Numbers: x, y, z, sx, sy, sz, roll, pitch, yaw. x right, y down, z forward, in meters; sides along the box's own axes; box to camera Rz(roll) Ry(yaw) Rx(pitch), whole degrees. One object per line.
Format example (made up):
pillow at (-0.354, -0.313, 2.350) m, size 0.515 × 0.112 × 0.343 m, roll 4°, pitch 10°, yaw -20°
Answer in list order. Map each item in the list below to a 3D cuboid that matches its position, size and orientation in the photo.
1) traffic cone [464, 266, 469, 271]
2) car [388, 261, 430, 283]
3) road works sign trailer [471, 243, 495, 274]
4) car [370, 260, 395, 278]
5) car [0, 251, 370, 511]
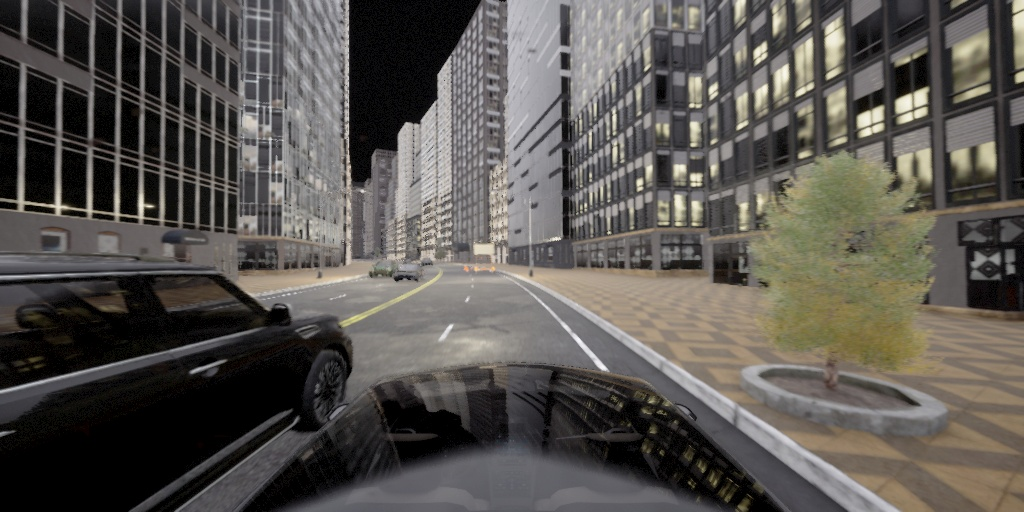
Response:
traffic cone at (-5.990, 1.764, 48.749) m, size 0.340 × 0.580 × 0.340 m, roll 0°, pitch 0°, yaw -11°
car at (-8.203, 1.352, 29.116) m, size 2.033 × 1.411 × 5.357 m, roll 0°, pitch 0°, yaw -6°
road works sign trailer at (-3.320, 0.258, 42.134) m, size 2.380 × 3.560 × 2.880 m, roll 0°, pitch 0°, yaw -11°
car at (-12.195, 1.174, 34.475) m, size 2.097 × 1.767 × 4.553 m, roll 0°, pitch 0°, yaw -8°
car at (-3.183, 0.993, 2.433) m, size 2.150 × 2.045 × 5.566 m, roll 0°, pitch 0°, yaw 0°
